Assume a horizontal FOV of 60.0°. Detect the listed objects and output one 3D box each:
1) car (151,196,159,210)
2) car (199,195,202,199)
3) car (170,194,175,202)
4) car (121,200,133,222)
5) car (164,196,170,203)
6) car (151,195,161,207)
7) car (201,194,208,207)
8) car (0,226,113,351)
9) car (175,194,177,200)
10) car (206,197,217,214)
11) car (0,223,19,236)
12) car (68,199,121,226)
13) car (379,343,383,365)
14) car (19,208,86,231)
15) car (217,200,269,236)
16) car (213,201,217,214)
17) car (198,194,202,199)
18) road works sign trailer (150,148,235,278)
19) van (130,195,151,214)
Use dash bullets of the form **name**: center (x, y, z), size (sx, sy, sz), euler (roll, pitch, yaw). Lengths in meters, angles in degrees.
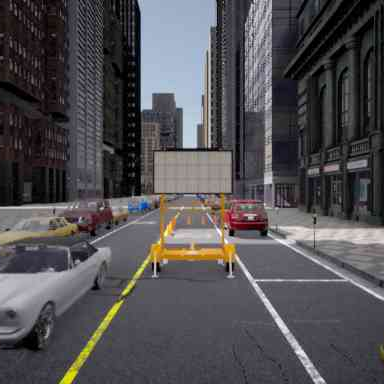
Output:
- **car**: center (-5.659, 1.577, 40.807), size (2.008, 1.369, 4.403), euler (0, 0, 0)
- **car**: center (2.926, 1.620, 63.353), size (1.947, 1.339, 4.313), euler (0, 0, 0)
- **car**: center (-5.570, 1.634, 74.651), size (1.947, 1.339, 4.313), euler (0, 0, 0)
- **car**: center (-5.703, 1.537, 23.715), size (1.752, 1.417, 4.829), euler (0, 0, 0)
- **car**: center (-5.615, 1.362, 57.729), size (2.192, 1.841, 5.009), euler (0, 0, 0)
- **car**: center (-5.645, 1.348, 46.448), size (2.192, 1.841, 5.009), euler (0, 0, 0)
- **car**: center (2.896, 1.480, 52.071), size (1.967, 1.590, 4.097), euler (0, 0, 0)
- **car**: center (-2.982, 1.603, 6.309), size (1.895, 1.301, 4.718), euler (0, 0, 0)
- **car**: center (-5.540, 1.633, 85.933), size (2.008, 1.369, 4.403), euler (0, 0, 0)
- **car**: center (2.852, 1.572, 35.150), size (2.008, 1.369, 4.403), euler (0, 0, 0)
- **car**: center (-5.747, 1.528, 6.793), size (1.752, 1.417, 4.829), euler (0, 0, 0)
- **car**: center (-5.718, 1.323, 18.244), size (2.192, 1.841, 5.009), euler (0, 0, 0)
- **car**: center (2.764, 1.526, 1.478), size (1.752, 1.417, 4.829), euler (0, 0, 0)
- **car**: center (-5.733, 1.530, 12.434), size (1.752, 1.417, 4.829), euler (0, 0, 0)
- **car**: center (2.807, 1.323, 18.229), size (2.192, 1.841, 5.009), euler (0, 0, 0)
- **car**: center (2.822, 1.562, 23.869), size (2.008, 1.369, 4.403), euler (0, 0, 0)
- **car**: center (2.970, 1.620, 80.275), size (1.887, 1.381, 4.507), euler (0, 0, 0)
- **road works sign trailer**: center (0.026, 0.468, 10.145), size (2.380, 3.560, 2.880), euler (0, 0, 0)
- **van**: center (-5.674, 1.362, 35.167), size (1.690, 1.788, 3.998), euler (0, 0, 0)
